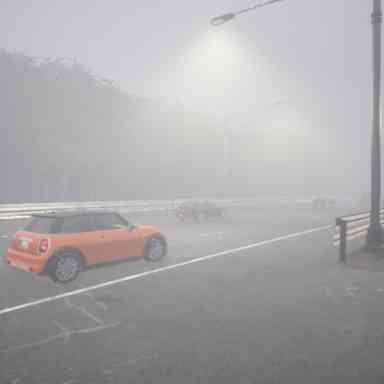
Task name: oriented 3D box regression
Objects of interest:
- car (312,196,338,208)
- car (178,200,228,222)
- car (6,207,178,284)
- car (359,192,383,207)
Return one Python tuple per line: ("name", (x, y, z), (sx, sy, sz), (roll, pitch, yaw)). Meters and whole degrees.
("car", (17.514, 1.331, 43.776), (1.837, 1.490, 4.892), (0, 1, 44))
("car", (0.829, 1.392, 25.115), (1.837, 1.490, 4.892), (0, 0, 40))
("car", (-2.793, 1.311, 9.878), (2.097, 1.767, 4.553), (0, 0, 39))
("car", (25.321, 1.053, 46.694), (2.150, 2.045, 5.566), (0, 0, 45))
